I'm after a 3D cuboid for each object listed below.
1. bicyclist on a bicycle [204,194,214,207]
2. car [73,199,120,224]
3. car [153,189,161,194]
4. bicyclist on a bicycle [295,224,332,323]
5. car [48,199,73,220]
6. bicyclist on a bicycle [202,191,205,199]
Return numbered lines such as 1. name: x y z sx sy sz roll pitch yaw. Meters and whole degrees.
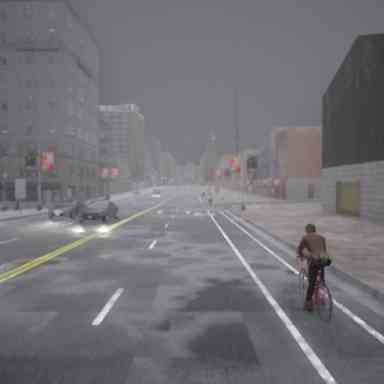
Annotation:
1. bicyclist on a bicycle: 2.279 1.044 41.124 0.866 1.612 1.509 0 3 0
2. car: -6.559 1.336 23.872 1.882 1.535 5.008 0 0 0
3. car: -9.671 -0.276 92.009 1.994 1.385 4.181 0 2 0
4. bicyclist on a bicycle: 2.253 1.426 6.178 0.582 1.620 1.656 0 0 0
5. car: -9.790 1.328 26.700 2.128 1.511 4.902 0 0 0
6. bicyclist on a bicycle: 2.308 0.681 65.289 0.659 1.776 1.843 0 1 0
